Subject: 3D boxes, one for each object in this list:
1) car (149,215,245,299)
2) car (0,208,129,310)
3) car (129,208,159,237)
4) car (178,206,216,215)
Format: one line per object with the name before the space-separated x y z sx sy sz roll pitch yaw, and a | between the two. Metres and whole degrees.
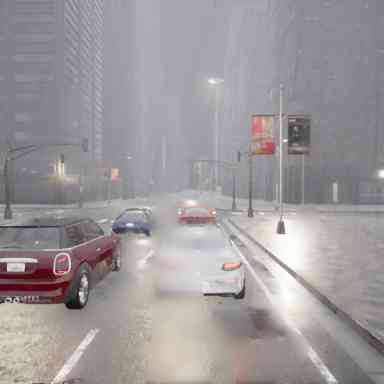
car | 0.182 1.524 8.309 1.812 1.442 4.674 0 0 0
car | -3.085 1.350 7.996 2.097 1.767 4.553 0 0 0
car | -2.984 1.556 18.129 1.994 1.385 4.181 0 0 1
car | 0.263 1.470 17.638 1.882 1.535 5.008 0 0 0
